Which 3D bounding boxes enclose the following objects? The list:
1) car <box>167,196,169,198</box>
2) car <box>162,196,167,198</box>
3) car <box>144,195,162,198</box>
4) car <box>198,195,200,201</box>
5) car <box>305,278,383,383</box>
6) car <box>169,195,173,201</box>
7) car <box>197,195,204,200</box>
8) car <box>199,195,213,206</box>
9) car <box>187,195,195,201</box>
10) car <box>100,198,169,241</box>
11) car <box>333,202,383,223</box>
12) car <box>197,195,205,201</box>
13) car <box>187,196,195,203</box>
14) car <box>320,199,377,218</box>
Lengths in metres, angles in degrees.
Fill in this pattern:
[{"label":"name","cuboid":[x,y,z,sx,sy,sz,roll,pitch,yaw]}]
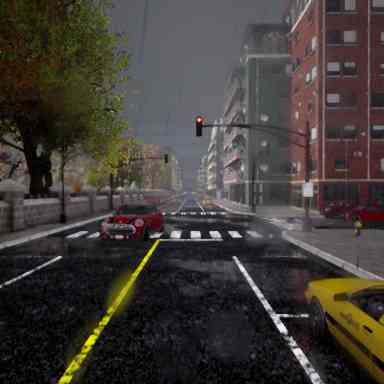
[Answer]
[{"label":"car","cuboid":[-5.914,1.546,63.603,1.887,1.381,4.507,0,0,0]},{"label":"car","cuboid":[-5.896,1.438,58.067,1.967,1.590,4.097,0,0,0]},{"label":"car","cuboid":[-5.858,1.309,46.997,2.192,1.841,5.009,0,0,0]},{"label":"car","cuboid":[2.485,1.543,58.096,1.887,1.381,4.507,0,0,0]},{"label":"car","cuboid":[2.675,1.524,3.631,1.752,1.417,4.829,0,0,0]},{"label":"car","cuboid":[-5.952,1.589,74.672,1.802,1.307,4.206,0,0,0]},{"label":"car","cuboid":[2.370,1.563,91.308,1.887,1.381,4.507,0,0,0]},{"label":"car","cuboid":[2.504,1.521,52.732,1.752,1.417,4.829,0,0,0]},{"label":"car","cuboid":[-0.286,1.565,82.738,1.994,1.385,4.181,0,0,0]},{"label":"car","cuboid":[-2.829,1.347,16.547,2.097,1.767,4.553,0,0,8]},{"label":"car","cuboid":[14.565,1.841,27.890,4.181,1.385,1.994,1,0,0]},{"label":"car","cuboid":[2.390,1.559,85.773,1.887,1.381,4.507,0,0,0]},{"label":"car","cuboid":[-0.248,1.545,72.328,2.033,1.411,5.357,0,0,0]},{"label":"car","cuboid":[14.509,1.581,30.494,5.009,1.841,2.192,1,-1,0]}]
